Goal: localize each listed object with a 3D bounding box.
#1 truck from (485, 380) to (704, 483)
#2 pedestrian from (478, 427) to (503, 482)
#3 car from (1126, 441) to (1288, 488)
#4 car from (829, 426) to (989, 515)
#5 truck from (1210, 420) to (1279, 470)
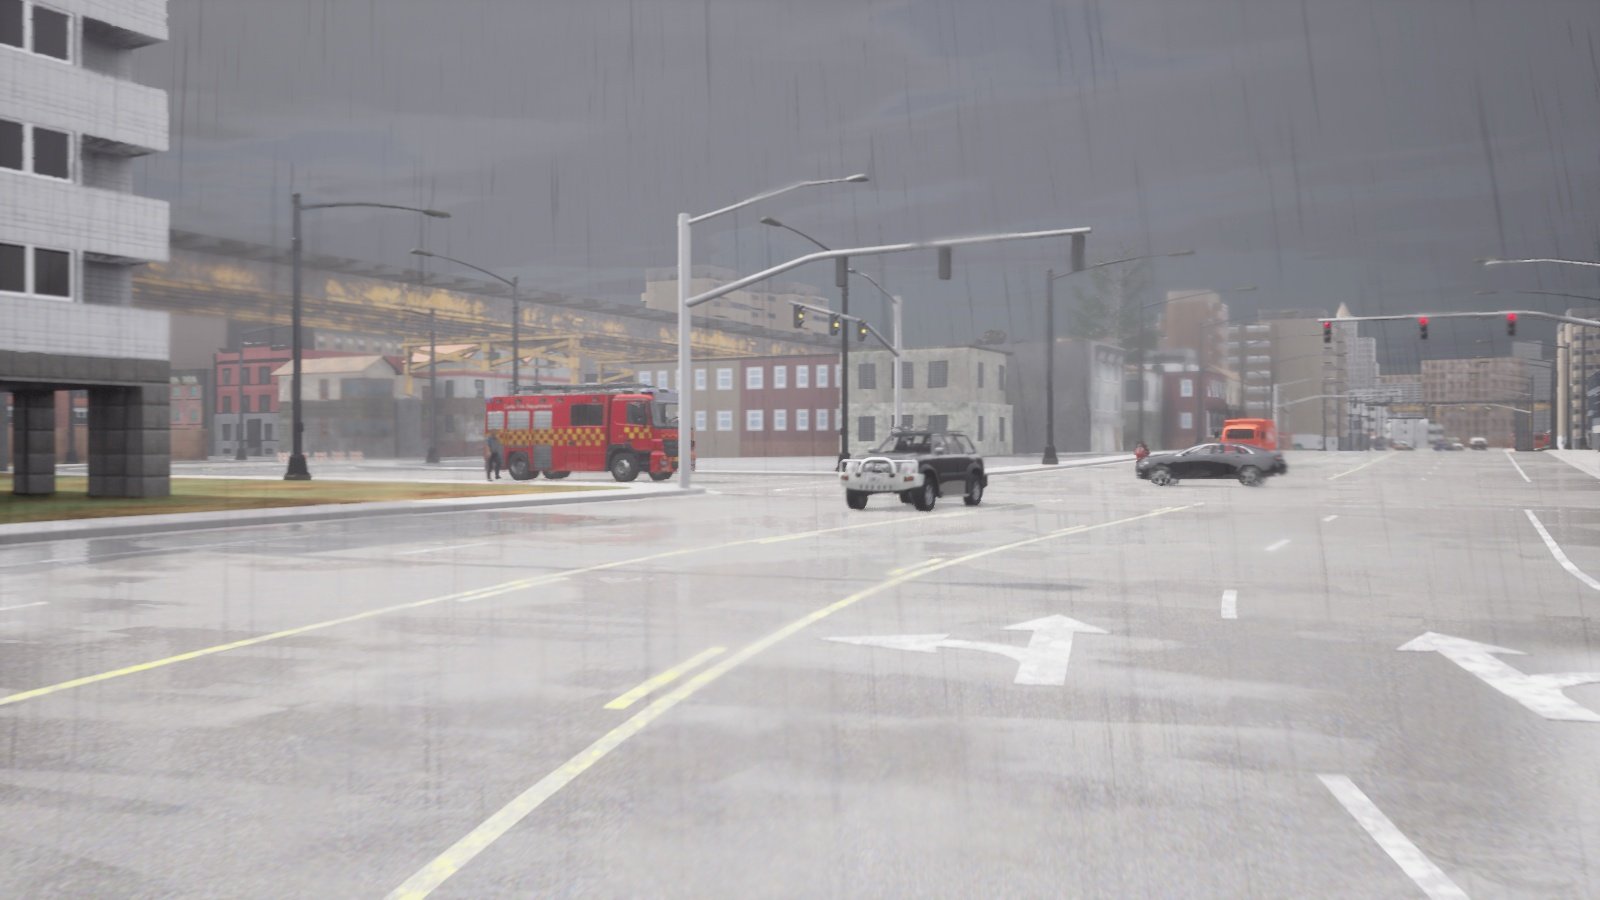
[{"bbox_3d":[-8.162,-0.713,49.560,8.468,3.827,2.891,0,0,27],"label":"truck"},{"bbox_3d":[-10.351,0.145,41.997,0.540,1.848,0.694,0,0,-45],"label":"pedestrian"},{"bbox_3d":[13.684,0.454,42.259,4.902,1.511,2.128,0,1,27],"label":"car"},{"bbox_3d":[2.584,0.406,28.638,1.932,1.855,4.605,0,0,29],"label":"car"},{"bbox_3d":[23.113,-0.300,65.198,2.627,2.467,5.204,0,1,28],"label":"truck"}]
